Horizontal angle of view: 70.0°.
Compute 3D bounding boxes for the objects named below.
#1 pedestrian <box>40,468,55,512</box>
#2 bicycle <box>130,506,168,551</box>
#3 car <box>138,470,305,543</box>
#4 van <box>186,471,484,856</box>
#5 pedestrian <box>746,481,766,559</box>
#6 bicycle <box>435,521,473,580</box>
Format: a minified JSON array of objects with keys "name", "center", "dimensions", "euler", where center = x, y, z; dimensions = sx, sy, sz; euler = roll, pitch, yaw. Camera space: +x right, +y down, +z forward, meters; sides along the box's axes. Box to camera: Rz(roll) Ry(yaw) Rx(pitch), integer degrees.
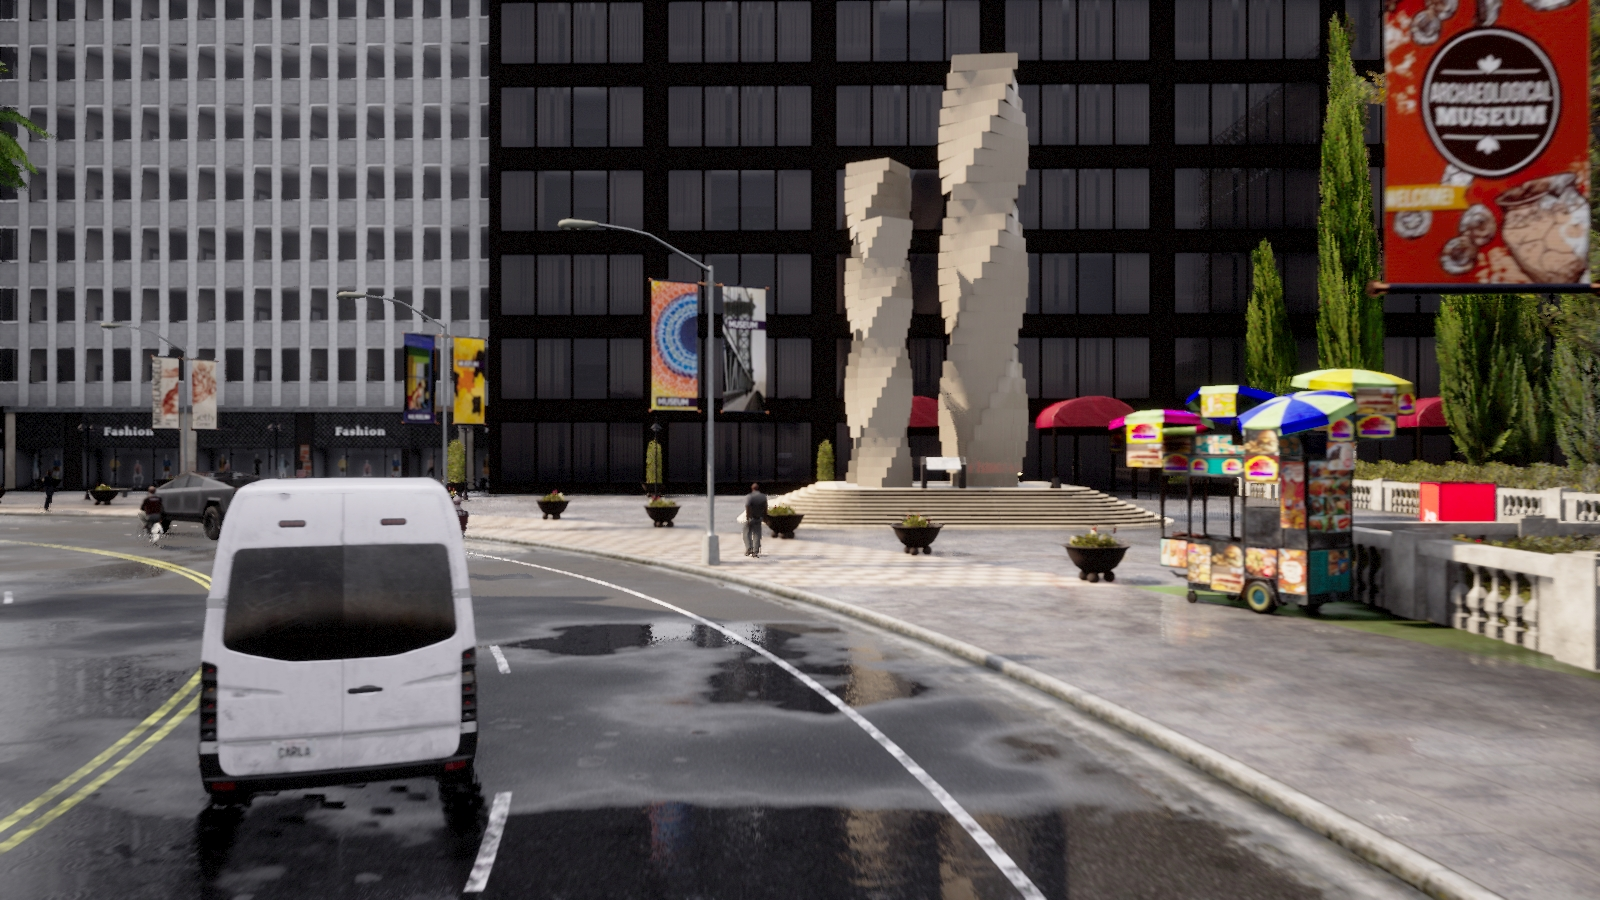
[{"name":"pedestrian","center":[-32.087,1.713,48.715],"dimensions":[0.375,1.860,0.375],"euler":[0,0,17]},{"name":"bicycle","center":[-18.577,2.219,32.597],"dimensions":[1.835,1.171,0.329],"euler":[0,1,40]},{"name":"car","center":[-18.942,1.764,37.280],"dimensions":[6.274,2.098,2.390],"euler":[0,0,37]},{"name":"van","center":[-4.326,1.537,11.037],"dimensions":[1.988,2.561,5.915],"euler":[0,0,-20]},{"name":"pedestrian","center":[-1.076,1.703,27.943],"dimensions":[0.375,1.860,0.375],"euler":[0,0,-25]},{"name":"bicycle","center":[-7.725,2.216,25.469],"dimensions":[0.329,1.171,1.835],"euler":[0,0,-32]}]
